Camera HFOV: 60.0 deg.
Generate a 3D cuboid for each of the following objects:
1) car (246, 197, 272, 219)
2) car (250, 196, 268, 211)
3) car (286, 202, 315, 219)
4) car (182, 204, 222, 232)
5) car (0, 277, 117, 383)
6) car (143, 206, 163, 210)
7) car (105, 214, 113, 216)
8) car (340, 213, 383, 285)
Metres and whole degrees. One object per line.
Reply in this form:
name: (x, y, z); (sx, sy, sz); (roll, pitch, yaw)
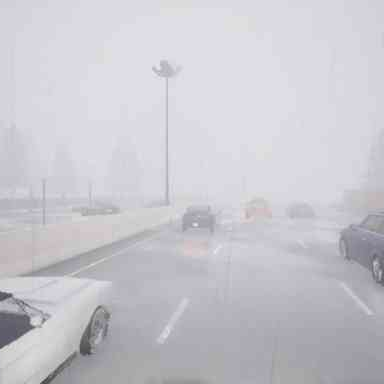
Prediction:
car: (5.866, 1.352, 29.423); (2.097, 1.767, 4.553); (0, 0, 10)
car: (8.527, 1.352, 41.980); (2.097, 1.767, 4.553); (0, 0, 14)
car: (9.323, 1.564, 28.867); (1.994, 1.385, 4.181); (0, 0, 10)
car: (0.638, 1.504, 20.262); (1.837, 1.490, 4.892); (0, 0, 10)
car: (-2.461, 1.601, 3.279); (1.895, 1.301, 4.718); (0, 0, 10)
car: (-3.739, 1.547, 36.057); (2.033, 1.411, 5.357); (0, 0, 11)
car: (-8.366, 1.564, 30.376); (1.994, 1.385, 4.181); (0, 0, 11)
car: (5.777, 1.352, 9.432); (2.097, 1.767, 4.553); (0, 0, 10)
